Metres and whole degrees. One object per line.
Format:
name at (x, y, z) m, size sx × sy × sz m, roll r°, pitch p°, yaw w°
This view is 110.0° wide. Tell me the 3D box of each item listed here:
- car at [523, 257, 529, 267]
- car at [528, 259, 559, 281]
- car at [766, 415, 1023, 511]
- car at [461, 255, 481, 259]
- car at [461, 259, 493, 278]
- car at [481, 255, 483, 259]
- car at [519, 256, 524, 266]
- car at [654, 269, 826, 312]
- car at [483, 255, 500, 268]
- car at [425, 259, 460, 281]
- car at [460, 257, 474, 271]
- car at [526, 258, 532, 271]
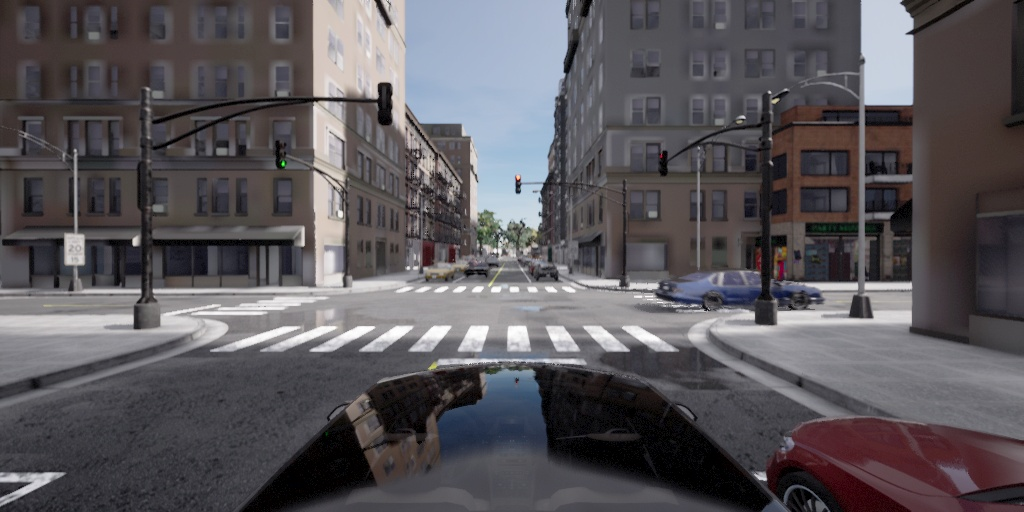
car at (2.562, 1.081, 38.769) m, size 2.007 × 1.370 × 4.403 m, roll 0°, pitch 0°, yaw 0°
car at (2.584, 1.145, 27.806) m, size 2.007 × 1.370 × 4.403 m, roll 0°, pitch 0°, yaw 0°
car at (2.640, 1.337, 0.798) m, size 1.802 × 1.307 × 4.207 m, roll 0°, pitch 0°, yaw 0°
car at (-5.497, 0.813, 44.235) m, size 2.192 × 1.841 × 5.009 m, roll 0°, pitch 0°, yaw 0°
car at (-2.910, 1.176, 31.031) m, size 1.895 × 1.301 × 4.718 m, roll 0°, pitch 0°, yaw 0°
car at (-5.506, 0.906, 49.717) m, size 1.967 × 1.591 × 4.097 m, roll 0°, pitch 0°, yaw 0°
car at (2.528, 0.985, 55.215) m, size 2.007 × 1.370 × 4.403 m, roll 0°, pitch 0°, yaw 0°
car at (8.061, 1.183, 12.979) m, size 5.357 × 1.411 × 2.033 m, roll 0°, pitch 0°, yaw -2°
car at (-2.928, 0.951, 53.531) m, size 1.837 × 1.490 × 4.892 m, roll 0°, pitch 0°, yaw 0°
car at (-5.468, 1.120, 27.620) m, size 1.751 × 1.417 × 4.829 m, roll 0°, pitch 0°, yaw 0°
car at (-5.487, 1.056, 38.583) m, size 1.751 × 1.417 × 4.829 m, roll 0°, pitch 0°, yaw 0°
car at (2.573, 1.108, 33.288) m, size 1.888 × 1.381 × 4.507 m, roll 0°, pitch 0°, yaw 0°
